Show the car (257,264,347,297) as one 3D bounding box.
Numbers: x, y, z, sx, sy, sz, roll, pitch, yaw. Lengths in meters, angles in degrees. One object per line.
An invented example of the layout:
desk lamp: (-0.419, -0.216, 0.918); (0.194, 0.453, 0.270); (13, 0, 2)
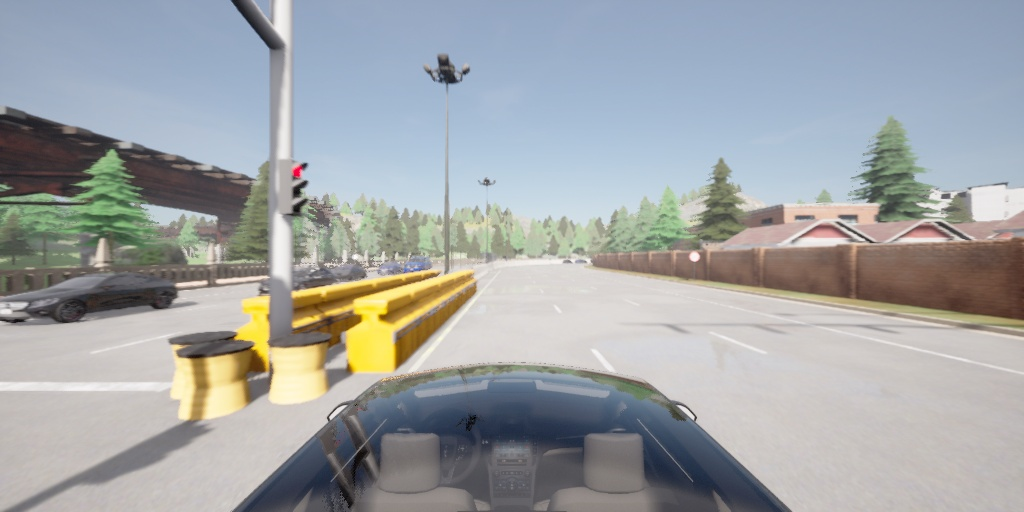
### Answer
car: (-10.580, 1.311, 18.194); (1.837, 1.490, 4.892); (0, -1, 0)

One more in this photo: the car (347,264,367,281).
car: (-14.045, 1.411, 30.613); (1.994, 1.385, 4.181); (0, 0, 0)

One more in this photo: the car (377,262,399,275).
car: (-13.983, 1.408, 41.480); (1.812, 1.442, 4.674); (0, 0, 0)

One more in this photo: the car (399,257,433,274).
car: (-10.500, 1.104, 40.488); (2.150, 2.045, 5.566); (0, -1, 0)

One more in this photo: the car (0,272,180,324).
car: (-14.092, 1.312, 12.321); (1.812, 1.442, 4.674); (0, 0, 0)
